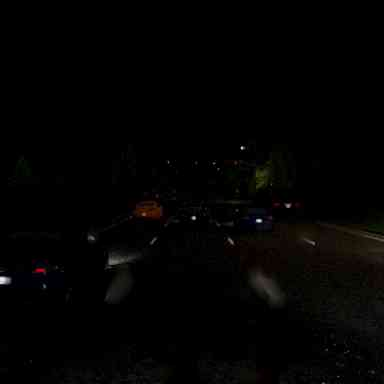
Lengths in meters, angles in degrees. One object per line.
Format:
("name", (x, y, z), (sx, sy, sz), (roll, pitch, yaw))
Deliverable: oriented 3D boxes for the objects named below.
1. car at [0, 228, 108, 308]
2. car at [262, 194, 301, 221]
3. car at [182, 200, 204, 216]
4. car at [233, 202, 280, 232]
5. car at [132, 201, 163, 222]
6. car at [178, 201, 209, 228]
("car", (-3.397, 1.548, 7.955), (1.994, 1.385, 4.181), (0, 0, 0))
("car", (7.111, 1.170, 27.231), (2.150, 2.045, 5.566), (0, 0, 0))
("car", (0.113, 1.503, 32.013), (1.994, 1.385, 4.181), (0, 0, 0))
("car", (3.607, 1.526, 19.913), (1.994, 1.385, 4.181), (0, 0, 0))
("car", (-3.390, 1.427, 25.953), (1.882, 1.535, 5.008), (0, 0, 0))
("car", (0.109, 1.522, 22.072), (1.994, 1.385, 4.181), (0, 0, 0))
